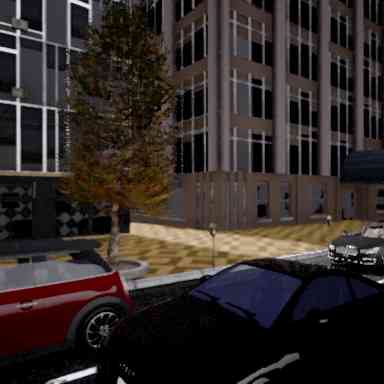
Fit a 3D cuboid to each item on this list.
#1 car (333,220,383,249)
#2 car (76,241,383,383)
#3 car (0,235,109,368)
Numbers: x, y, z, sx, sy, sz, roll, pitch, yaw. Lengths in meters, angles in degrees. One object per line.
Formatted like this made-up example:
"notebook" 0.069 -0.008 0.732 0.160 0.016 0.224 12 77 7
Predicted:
"car" 6.306 1.640 11.079 4.403 1.369 2.008 1 -1 -36
"car" 1.020 1.588 4.109 4.181 1.385 1.994 1 0 -36
"car" -2.941 1.441 4.471 4.097 1.590 1.967 1 -1 -36
